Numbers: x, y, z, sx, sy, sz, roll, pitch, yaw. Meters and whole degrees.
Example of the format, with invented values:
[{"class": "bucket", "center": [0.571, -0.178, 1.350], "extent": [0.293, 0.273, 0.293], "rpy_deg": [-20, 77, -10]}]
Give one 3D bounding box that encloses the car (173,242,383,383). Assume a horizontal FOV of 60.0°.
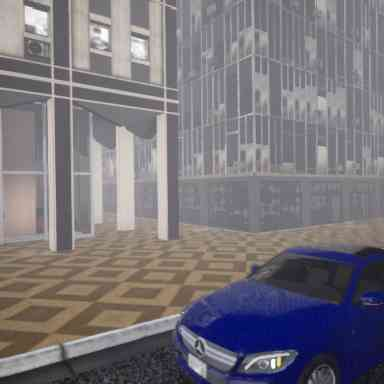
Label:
[{"class": "car", "center": [1.947, 1.525, 4.775], "extent": [4.674, 1.442, 1.812], "rpy_deg": [0, 0, -36]}]
